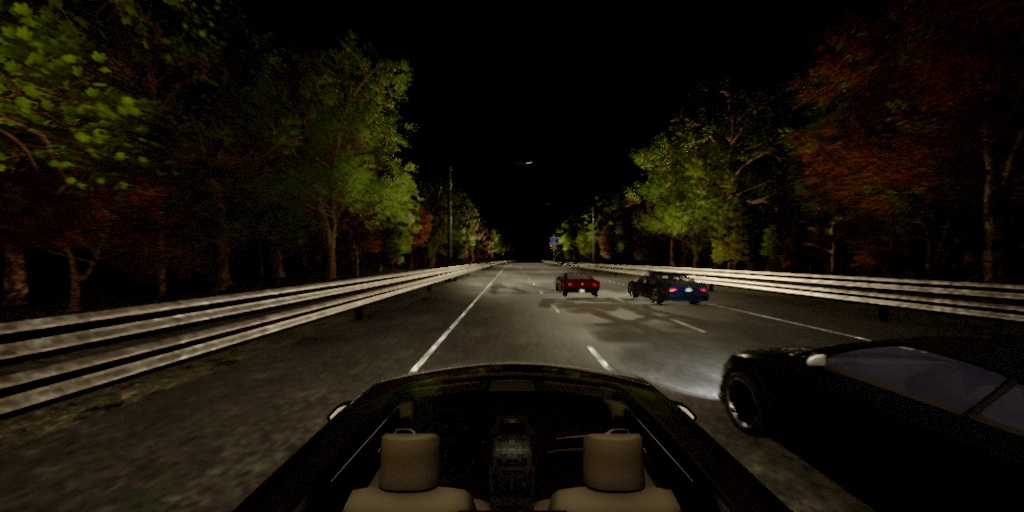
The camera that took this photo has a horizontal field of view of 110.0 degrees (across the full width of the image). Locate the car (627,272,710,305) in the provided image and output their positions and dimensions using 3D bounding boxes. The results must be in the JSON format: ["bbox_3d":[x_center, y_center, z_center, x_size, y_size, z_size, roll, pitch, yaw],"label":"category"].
[{"bbox_3d":[7.099,1.435,16.908,2.033,1.411,5.357,0,-1,0],"label":"car"}]

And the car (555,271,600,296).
[{"bbox_3d":[3.601,1.523,20.602,1.895,1.301,4.718,0,-1,0],"label":"car"}]

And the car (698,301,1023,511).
[{"bbox_3d":[3.599,1.324,2.853,1.994,1.385,4.181,0,-1,0],"label":"car"}]
